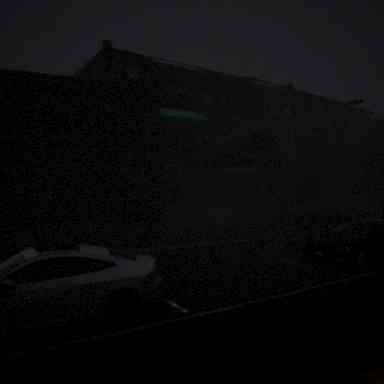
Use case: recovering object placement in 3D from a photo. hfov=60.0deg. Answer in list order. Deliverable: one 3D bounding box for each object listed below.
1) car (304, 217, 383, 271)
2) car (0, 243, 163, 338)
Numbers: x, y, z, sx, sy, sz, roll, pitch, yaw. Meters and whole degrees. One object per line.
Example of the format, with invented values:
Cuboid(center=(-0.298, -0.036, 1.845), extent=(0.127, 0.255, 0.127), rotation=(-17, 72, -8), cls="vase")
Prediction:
Cuboid(center=(6.110, 1.678, 11.823), extent=(5.008, 1.535, 2.097), rotation=(0, -1, -32), cls="car")
Cuboid(center=(-2.815, 1.751, 6.225), extent=(4.674, 1.452, 2.002), rotation=(0, 1, -30), cls="car")
